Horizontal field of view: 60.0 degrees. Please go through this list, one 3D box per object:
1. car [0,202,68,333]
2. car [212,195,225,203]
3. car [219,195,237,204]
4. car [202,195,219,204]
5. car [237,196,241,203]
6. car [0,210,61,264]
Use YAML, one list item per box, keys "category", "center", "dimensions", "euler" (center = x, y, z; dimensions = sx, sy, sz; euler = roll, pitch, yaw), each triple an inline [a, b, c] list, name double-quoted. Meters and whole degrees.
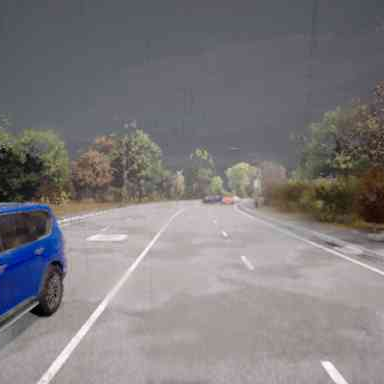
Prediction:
- category: "car"
  center: [-3.591, 1.215, 4.568]
  dimensions: [2.150, 2.045, 5.566]
  euler: [0, 0, 0]
- category: "car"
  center: [6.006, 1.539, 74.280]
  dimensions: [1.882, 1.535, 5.008]
  euler: [0, 0, 18]
- category: "car"
  center: [6.953, 1.445, 64.284]
  dimensions: [2.097, 1.767, 4.553]
  euler: [0, 0, 13]
- category: "car"
  center: [3.404, 1.441, 64.396]
  dimensions: [2.097, 1.767, 4.553]
  euler: [0, 0, 13]
- category: "car"
  center: [9.620, 1.625, 74.106]
  dimensions: [1.812, 1.442, 4.674]
  euler: [0, 0, 20]
- category: "car"
  center: [-7.003, 1.537, 12.489]
  dimensions: [2.033, 1.411, 5.357]
  euler: [0, 0, 0]
